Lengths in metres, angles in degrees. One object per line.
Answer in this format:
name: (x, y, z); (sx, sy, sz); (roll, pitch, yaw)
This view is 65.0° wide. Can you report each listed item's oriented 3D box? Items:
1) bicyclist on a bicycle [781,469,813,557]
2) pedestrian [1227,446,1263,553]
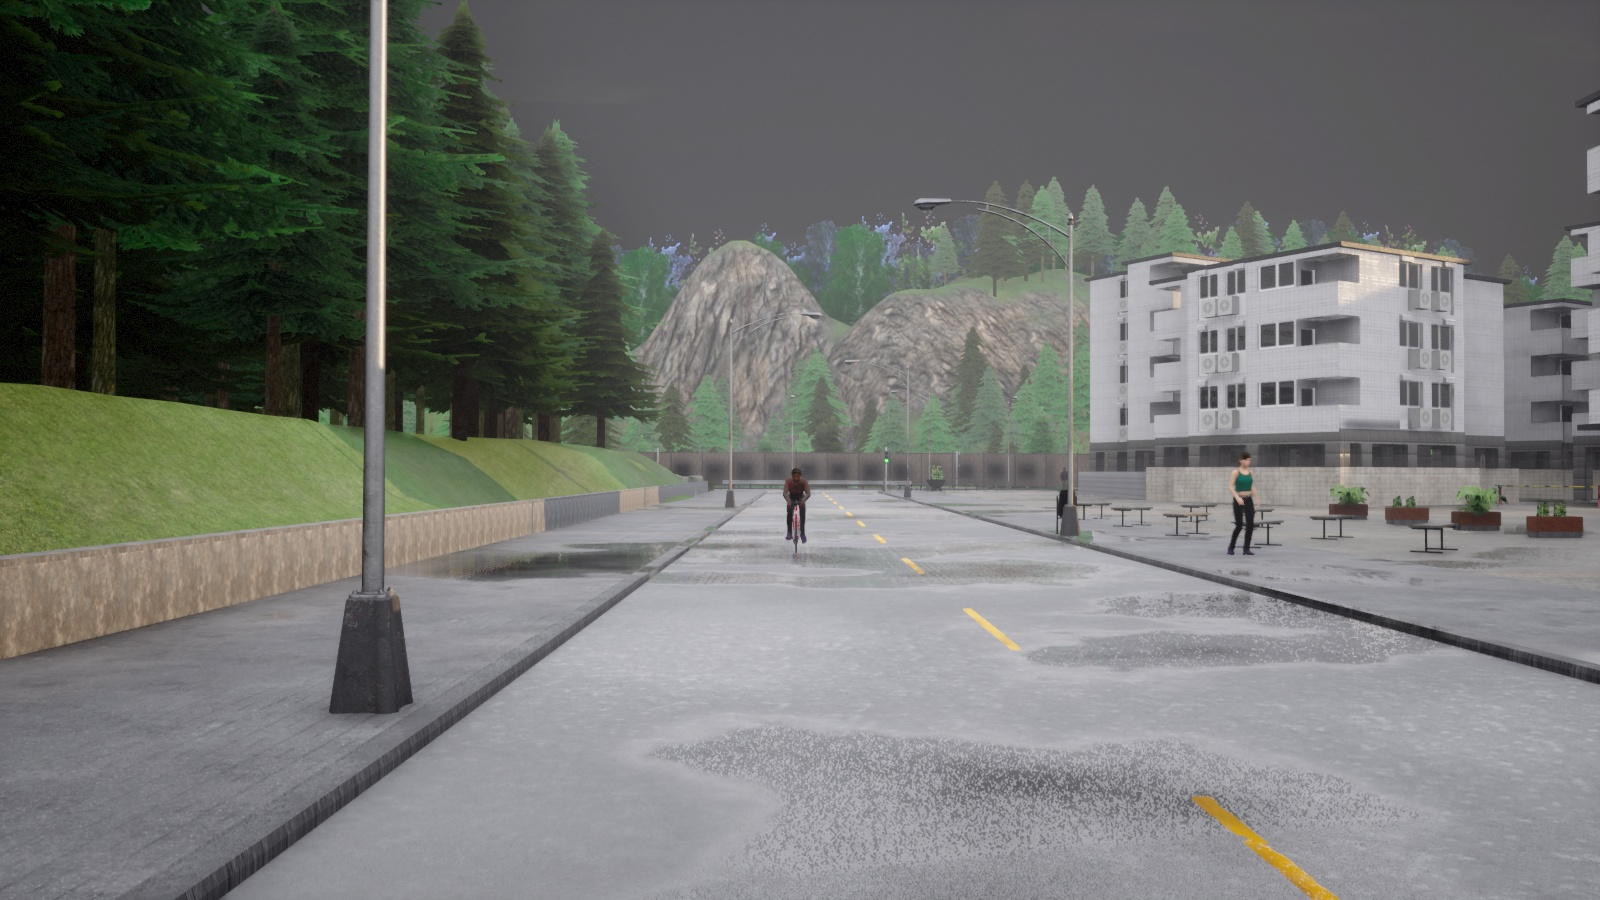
bicyclist on a bicycle: (-0.062, 1.169, 23.981); (0.582, 1.620, 1.656); (0, -1, 0)
pedestrian: (7.801, 0.862, 22.031); (0.345, 1.836, 0.594); (0, -1, -9)
